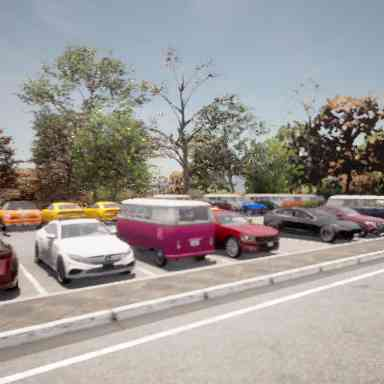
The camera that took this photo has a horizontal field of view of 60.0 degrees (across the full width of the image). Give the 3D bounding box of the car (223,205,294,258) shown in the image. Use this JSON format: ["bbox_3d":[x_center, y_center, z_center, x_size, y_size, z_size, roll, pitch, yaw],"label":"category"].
[{"bbox_3d":[1.163,1.465,13.087,2.097,1.535,5.008,0,0,-35],"label":"car"}]

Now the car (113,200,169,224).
[{"bbox_3d":[-4.012,1.458,25.446,2.231,1.521,4.892,0,0,-35],"label":"car"}]

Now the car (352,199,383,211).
[{"bbox_3d":[25.297,1.748,46.332,2.097,1.535,5.008,1,-1,-35],"label":"car"}]

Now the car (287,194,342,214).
[{"bbox_3d":[13.933,1.304,38.206,2.435,2.045,5.566,1,-1,-35],"label":"car"}]

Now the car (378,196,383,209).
[{"bbox_3d":[32.082,1.611,51.138,2.435,2.045,5.566,1,-1,-35],"label":"car"}]

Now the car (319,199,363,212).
[{"bbox_3d":[18.528,1.673,41.512,2.002,1.452,4.674,1,-1,-35],"label":"car"}]

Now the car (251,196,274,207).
[{"bbox_3d":[5.005,1.431,31.885,2.097,1.535,5.008,0,0,-35],"label":"car"}]

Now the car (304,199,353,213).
[{"bbox_3d":[16.274,1.595,39.902,2.097,1.535,5.008,1,-1,-35],"label":"car"}]

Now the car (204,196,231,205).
[{"bbox_3d":[0.604,1.441,28.516,1.946,1.575,5.366,0,0,-36],"label":"car"}]

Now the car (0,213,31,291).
[{"bbox_3d":[-5.633,1.514,8.274,2.163,1.488,4.792,0,0,-35],"label":"car"}]

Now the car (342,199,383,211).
[{"bbox_3d":[22.935,1.748,44.658,2.002,1.452,4.674,1,-1,-35],"label":"car"}]

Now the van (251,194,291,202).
[{"bbox_3d":[7.210,1.215,33.307,1.878,1.987,4.442,0,0,-35],"label":"van"}]

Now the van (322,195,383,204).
[{"bbox_3d":[10.277,1.214,19.432,1.878,1.987,4.442,0,0,-35],"label":"van"}]

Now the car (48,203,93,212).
[{"bbox_3d":[-8.627,1.470,22.159,2.097,1.535,5.008,0,0,-35],"label":"car"}]

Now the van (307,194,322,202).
[{"bbox_3d":[11.592,1.291,36.716,1.878,1.987,4.442,1,-1,-35],"label":"van"}]

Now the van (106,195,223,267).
[{"bbox_3d":[-1.163,1.246,11.566,1.878,1.987,4.442,0,0,-35],"label":"van"}]

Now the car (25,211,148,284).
[{"bbox_3d":[-3.357,1.518,9.863,2.002,1.452,4.674,0,0,-35],"label":"car"}]

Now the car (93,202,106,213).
[{"bbox_3d":[-6.269,1.463,23.839,2.097,1.535,5.008,0,0,-35],"label":"car"}]

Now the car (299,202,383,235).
[{"bbox_3d":[7.948,1.486,17.918,2.002,1.452,4.674,0,0,-35],"label":"car"}]

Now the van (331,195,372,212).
[{"bbox_3d":[20.615,1.444,43.145,1.878,1.987,4.442,1,-1,-35],"label":"van"}]

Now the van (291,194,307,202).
[{"bbox_3d":[9.438,1.255,35.181,1.878,1.987,4.442,1,-1,-35],"label":"van"}]

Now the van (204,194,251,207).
[{"bbox_3d":[2.819,1.212,30.178,1.878,1.987,4.442,0,0,-35],"label":"van"}]

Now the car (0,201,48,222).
[{"bbox_3d":[-10.767,1.350,20.602,2.185,1.767,4.553,0,0,-35],"label":"car"}]

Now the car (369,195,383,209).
[{"bbox_3d":[29.826,1.573,49.531,2.435,2.045,5.566,1,-1,-35],"label":"car"}]

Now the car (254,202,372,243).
[{"bbox_3d":[5.705,1.482,16.280,2.163,1.488,4.792,0,0,-36],"label":"car"}]
